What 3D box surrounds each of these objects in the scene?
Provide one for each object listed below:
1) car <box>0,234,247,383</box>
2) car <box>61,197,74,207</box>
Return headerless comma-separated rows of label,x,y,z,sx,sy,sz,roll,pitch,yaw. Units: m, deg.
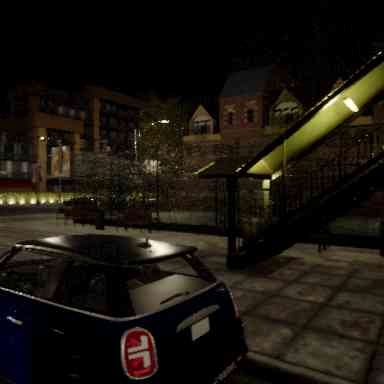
car,-1.655,1.357,4.481,4.553,1.767,2.185,0,0,35
car,-17.941,1.533,51.813,1.837,1.490,4.892,0,0,35
